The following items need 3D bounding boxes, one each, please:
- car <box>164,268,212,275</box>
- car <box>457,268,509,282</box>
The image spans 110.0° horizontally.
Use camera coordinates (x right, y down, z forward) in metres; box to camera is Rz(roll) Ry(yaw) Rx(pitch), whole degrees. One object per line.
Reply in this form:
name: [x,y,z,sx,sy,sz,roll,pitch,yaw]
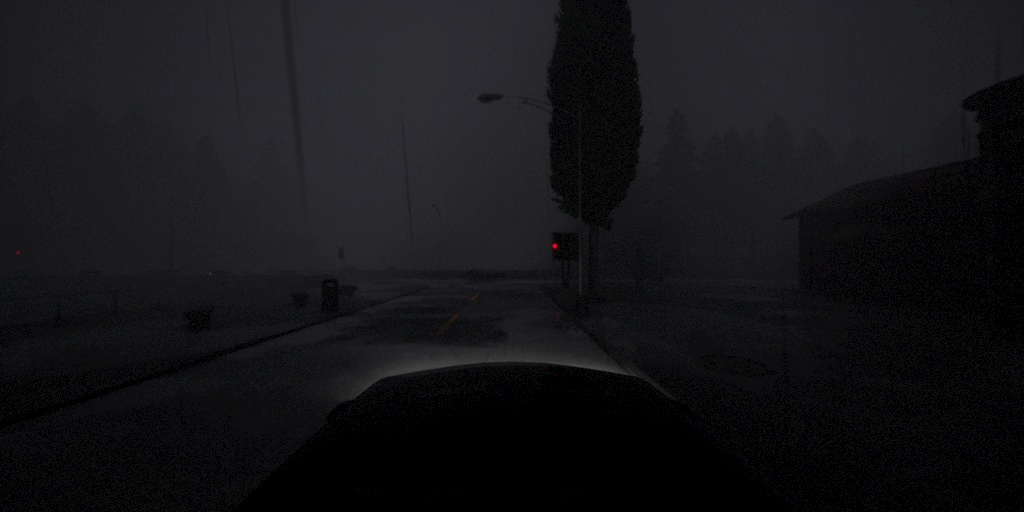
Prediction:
car: [-31.199,1.780,33.855,4.718,1.301,1.895,0,-1,0]
car: [-2.668,1.775,33.851,4.718,1.301,1.895,0,-1,0]
